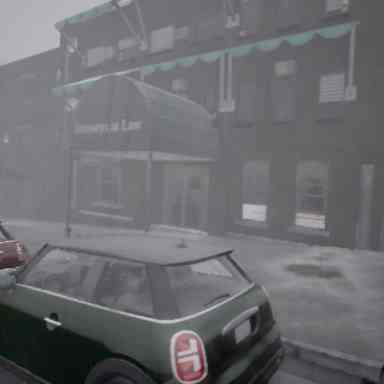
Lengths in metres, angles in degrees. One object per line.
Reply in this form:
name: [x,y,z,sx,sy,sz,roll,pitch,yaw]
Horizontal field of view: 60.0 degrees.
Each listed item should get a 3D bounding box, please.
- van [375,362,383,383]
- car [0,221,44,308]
van: [3.134,1.259,1.297,4.442,1.987,1.878,0,0,35]
car: [-5.744,1.332,7.625,4.553,1.767,2.185,0,0,35]
